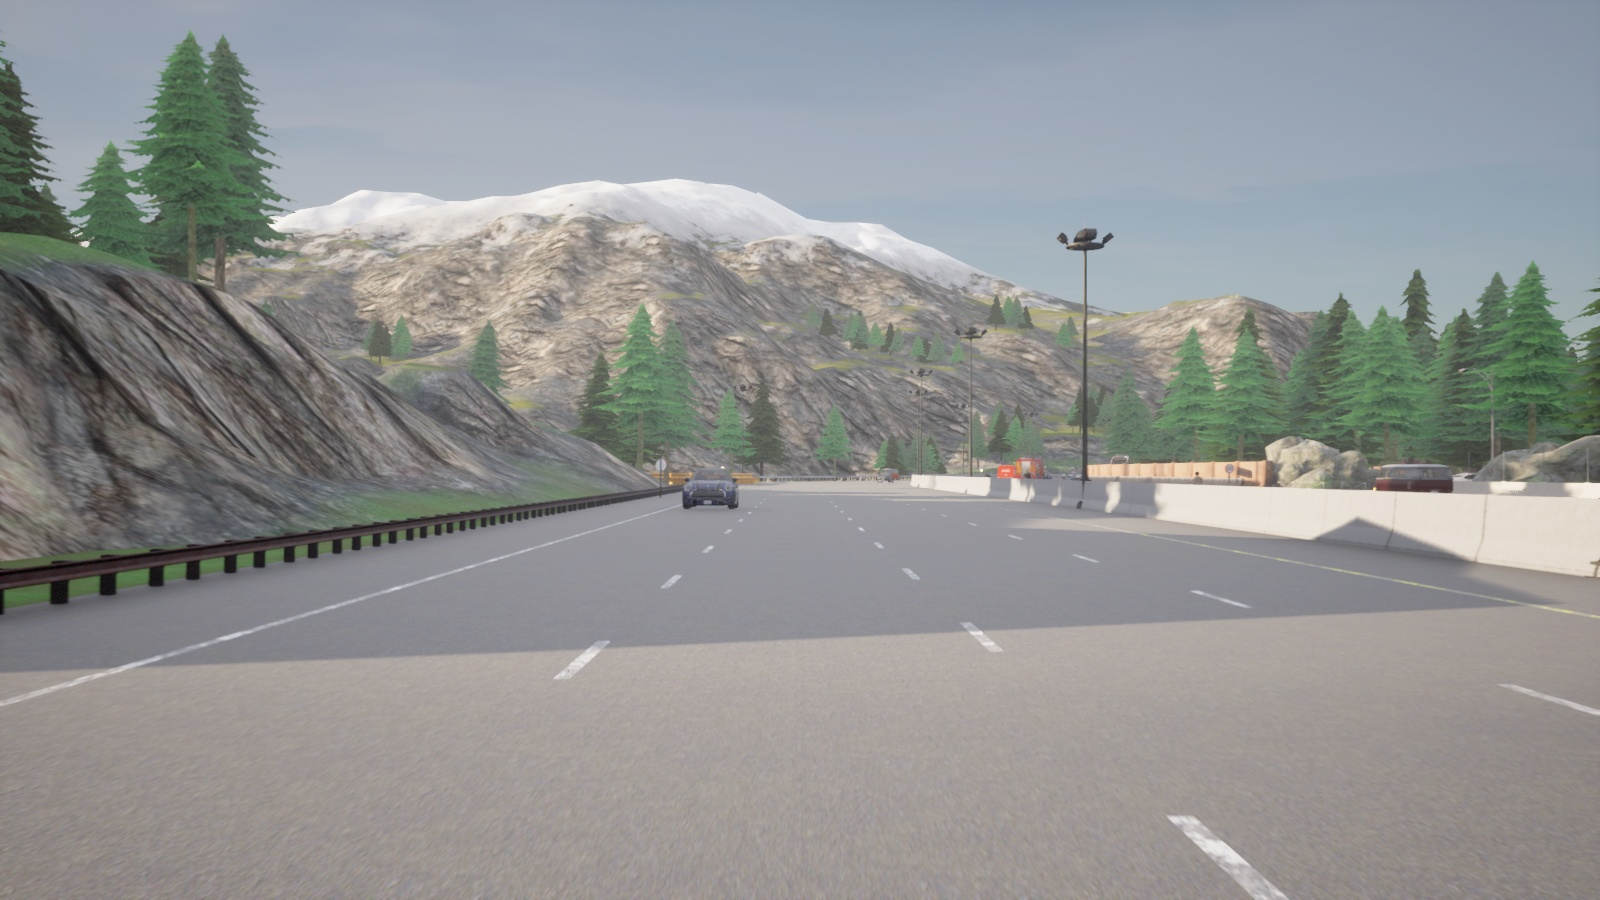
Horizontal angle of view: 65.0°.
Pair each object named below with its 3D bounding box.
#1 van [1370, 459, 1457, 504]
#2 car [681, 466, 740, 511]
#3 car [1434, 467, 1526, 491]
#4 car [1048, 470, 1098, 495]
[{"bbox_3d":[27.861,1.413,57.184,1.775,1.987,4.442,0,-1,0],"label":"van"},{"bbox_3d":[-3.625,1.549,51.486,2.097,1.767,4.553,0,-1,0],"label":"car"},{"bbox_3d":[42.169,1.781,77.948,4.674,1.442,1.812,0,-1,1],"label":"car"},{"bbox_3d":[17.307,2.039,79.886,2.128,1.511,4.902,0,-1,0],"label":"car"}]
